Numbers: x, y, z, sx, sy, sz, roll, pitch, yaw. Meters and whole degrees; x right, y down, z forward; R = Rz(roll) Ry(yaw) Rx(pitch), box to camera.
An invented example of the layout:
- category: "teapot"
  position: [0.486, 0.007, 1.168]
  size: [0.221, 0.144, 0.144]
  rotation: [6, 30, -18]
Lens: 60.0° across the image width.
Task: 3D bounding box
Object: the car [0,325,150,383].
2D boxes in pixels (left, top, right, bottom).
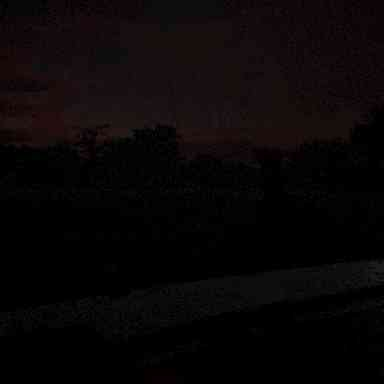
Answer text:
- category: "car"
  position: [-2.599, 1.530, 1.150]
  size: [5.357, 1.411, 2.033]
  rotation: [0, 0, -37]
